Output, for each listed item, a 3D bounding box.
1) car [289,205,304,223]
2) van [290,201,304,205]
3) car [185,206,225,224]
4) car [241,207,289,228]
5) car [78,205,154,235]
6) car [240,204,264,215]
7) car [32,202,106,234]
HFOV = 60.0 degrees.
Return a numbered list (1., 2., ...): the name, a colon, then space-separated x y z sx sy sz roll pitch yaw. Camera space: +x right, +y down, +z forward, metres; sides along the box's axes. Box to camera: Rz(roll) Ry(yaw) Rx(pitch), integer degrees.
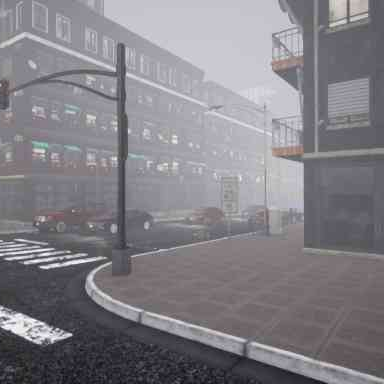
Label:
1. car: 9.057 2.121 30.803 2.008 1.369 4.403 -2 -2 35
2. van: 18.554 2.464 58.802 1.690 1.788 3.998 -2 -2 35
3. car: 1.322 2.020 29.782 1.812 1.442 4.674 0 -1 35
4. car: 5.786 2.048 26.153 1.802 1.307 4.206 -2 -2 35
5. car: -4.533 1.814 21.479 1.837 1.490 4.892 0 -1 35
6. car: 7.297 2.189 38.259 1.837 1.490 4.892 0 -1 36
7. car: -7.619 1.604 21.620 2.192 1.841 5.009 -1 -2 35
